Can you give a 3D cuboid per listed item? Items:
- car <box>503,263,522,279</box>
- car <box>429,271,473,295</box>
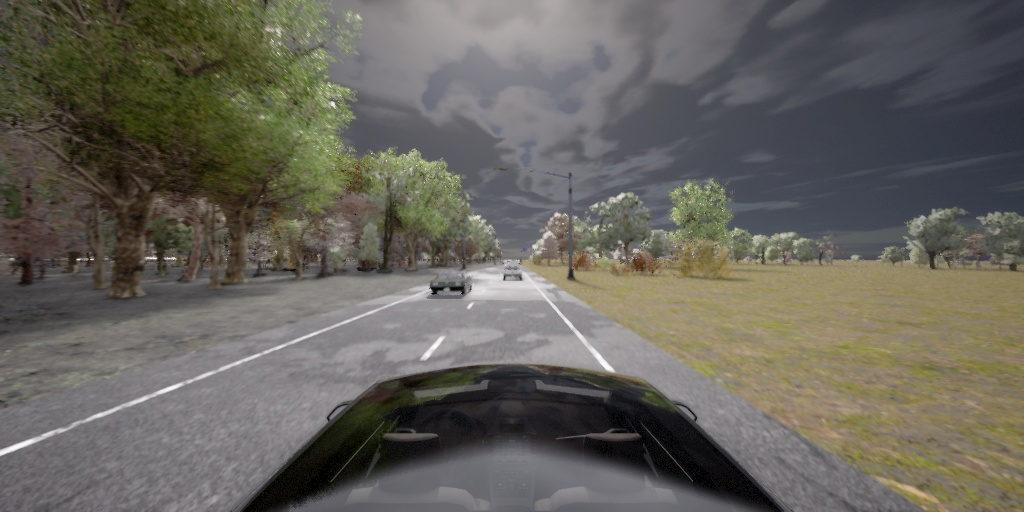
[{"bbox_3d":[0.063,1.641,36.446,1.895,1.301,4.718,0,0,0],"label":"car"},{"bbox_3d":[-3.421,1.519,21.103,1.895,1.301,4.718,0,0,0],"label":"car"}]
